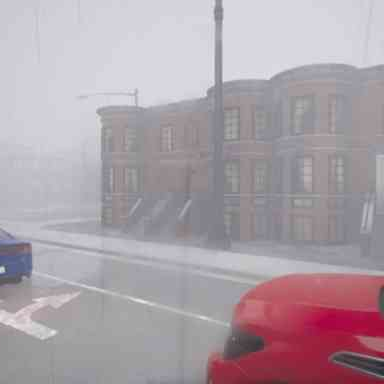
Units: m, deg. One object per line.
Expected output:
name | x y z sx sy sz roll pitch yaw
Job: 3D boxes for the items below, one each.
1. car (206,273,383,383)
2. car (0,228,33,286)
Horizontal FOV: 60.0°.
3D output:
car | 2.778 1.226 2.011 5.566 2.045 2.150 0 0 36
car | -5.948 1.444 8.235 5.008 1.535 1.882 0 0 36
